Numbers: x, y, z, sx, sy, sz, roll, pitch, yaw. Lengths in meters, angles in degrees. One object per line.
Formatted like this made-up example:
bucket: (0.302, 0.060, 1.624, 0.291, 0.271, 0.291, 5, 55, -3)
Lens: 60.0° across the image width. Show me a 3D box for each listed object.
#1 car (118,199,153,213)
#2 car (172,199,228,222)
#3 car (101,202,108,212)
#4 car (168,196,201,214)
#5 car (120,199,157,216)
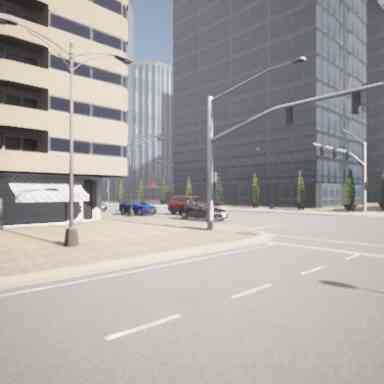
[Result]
car: (-7.127, 1.702, 41.646, 1.837, 1.490, 4.892, 0, 0, -44)
car: (0.885, 1.644, 28.270, 2.128, 1.511, 4.902, 0, 0, -44)
car: (-12.520, 1.692, 42.208, 2.128, 1.511, 4.902, 0, 0, -44)
car: (-0.150, 1.395, 34.387, 2.150, 2.045, 5.566, 0, 0, -44)
car: (-5.705, 1.654, 35.117, 1.882, 1.535, 5.008, 0, 0, -44)
